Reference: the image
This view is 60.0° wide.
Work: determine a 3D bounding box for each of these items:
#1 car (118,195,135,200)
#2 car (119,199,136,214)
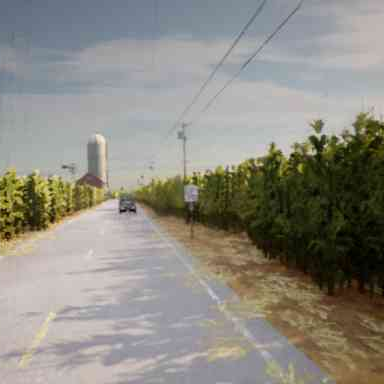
[{"bbox_3d":[-9.429,1.453,48.153,2.150,2.045,5.566,-2,0,-11],"label":"car"},{"bbox_3d":[-7.334,1.779,37.996,1.895,1.301,4.718,-2,0,-11],"label":"car"}]
